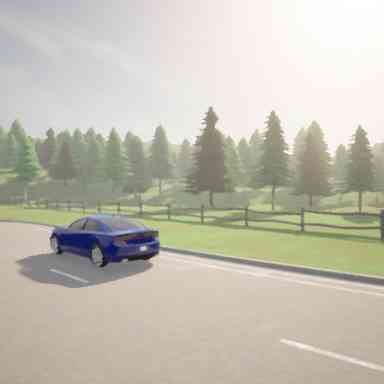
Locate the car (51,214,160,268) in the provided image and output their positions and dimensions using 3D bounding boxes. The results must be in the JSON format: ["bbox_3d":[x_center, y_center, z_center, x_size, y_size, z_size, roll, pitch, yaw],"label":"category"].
[{"bbox_3d":[-3.203,1.523,11.637,5.008,1.535,1.882,0,0,45],"label":"car"}]
